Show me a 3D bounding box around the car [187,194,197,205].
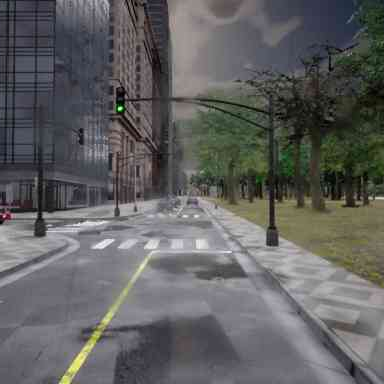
[{"bbox_3d":[0.092,1.677,63.662,2.128,1.511,4.902,0,0,0],"label":"car"}]

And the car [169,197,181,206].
[{"bbox_3d":[-3.082,1.676,59.916,1.837,1.490,4.892,0,0,0],"label":"car"}]

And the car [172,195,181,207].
[{"bbox_3d":[-3.103,1.631,49.505,1.837,1.490,4.892,0,0,0],"label":"car"}]

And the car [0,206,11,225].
[{"bbox_3d":[-14.820,1.224,21.496,5.566,2.045,2.150,0,-2,0],"label":"car"}]

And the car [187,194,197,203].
[{"bbox_3d":[-0.009,1.485,79.258,2.150,2.045,5.566,0,0,0],"label":"car"}]

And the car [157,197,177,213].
[{"bbox_3d":[-3.133,1.633,39.372,2.033,1.411,5.357,0,0,-4],"label":"car"}]
